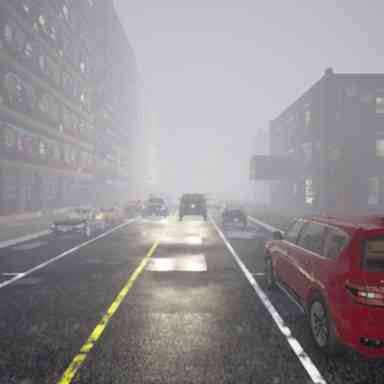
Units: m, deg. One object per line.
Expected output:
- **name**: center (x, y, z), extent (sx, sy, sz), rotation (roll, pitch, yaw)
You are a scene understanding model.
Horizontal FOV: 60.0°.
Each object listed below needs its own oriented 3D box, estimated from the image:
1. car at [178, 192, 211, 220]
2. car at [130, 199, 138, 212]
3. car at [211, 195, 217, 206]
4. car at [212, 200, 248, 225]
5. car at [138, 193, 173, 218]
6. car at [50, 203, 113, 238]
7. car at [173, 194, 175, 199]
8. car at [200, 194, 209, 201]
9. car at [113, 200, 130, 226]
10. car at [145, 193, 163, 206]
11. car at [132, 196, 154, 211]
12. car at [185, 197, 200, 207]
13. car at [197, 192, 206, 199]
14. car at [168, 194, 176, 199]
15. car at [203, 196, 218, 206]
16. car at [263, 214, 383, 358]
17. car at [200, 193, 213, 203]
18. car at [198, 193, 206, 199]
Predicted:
- **car**: center (0.079, 1.102, 26.529), extent (2.150, 2.045, 5.566), rotation (0, 0, 0)
- **car**: center (-5.696, 1.395, 33.638), extent (1.887, 1.381, 4.507), rotation (0, 0, 0)
- **car**: center (2.682, 1.332, 44.888), extent (1.752, 1.417, 4.829), rotation (0, 0, 0)
- **car**: center (2.688, 1.447, 22.561), extent (2.008, 1.369, 4.403), rotation (0, 0, 0)
- **car**: center (-3.059, 1.222, 28.687), extent (2.097, 1.767, 4.553), rotation (0, 0, 0)
- **car**: center (-5.692, 1.471, 17.019), extent (2.008, 1.369, 4.403), rotation (0, 0, 0)
- **car**: center (-5.706, 1.017, 77.950), extent (2.192, 1.841, 5.009), rotation (0, 0, 0)
- **car**: center (2.676, 1.158, 72.413), extent (1.967, 1.590, 4.097), rotation (0, 0, 0)
- **car**: center (-5.693, 1.422, 22.388), extent (1.752, 1.417, 4.829), rotation (0, 0, 0)
- **car**: center (-5.699, 1.102, 50.254), extent (2.192, 1.841, 5.009), rotation (0, 0, 0)
- **car**: center (-5.697, 1.269, 39.175), extent (1.967, 1.590, 4.097), rotation (0, 0, 0)
- **car**: center (0.088, 1.363, 46.685), extent (1.994, 1.385, 4.181), rotation (0, 0, 0)
- **car**: center (2.671, 0.974, 94.572), extent (2.192, 1.841, 5.009), rotation (0, 0, 0)
- **car**: center (-5.710, 1.224, 94.571), extent (1.947, 1.339, 4.313), rotation (0, 0, 0)
- **car**: center (2.680, 1.338, 50.257), extent (2.008, 1.369, 4.403), rotation (0, 0, 0)
- **car**: center (2.692, 1.286, 5.943), extent (2.192, 1.841, 5.009), rotation (0, 0, 0)
- **car**: center (2.679, 1.065, 61.334), extent (2.192, 1.841, 5.009), rotation (0, 0, 0)
- **car**: center (2.672, 1.113, 89.032), extent (1.967, 1.590, 4.097), rotation (0, 0, 0)
